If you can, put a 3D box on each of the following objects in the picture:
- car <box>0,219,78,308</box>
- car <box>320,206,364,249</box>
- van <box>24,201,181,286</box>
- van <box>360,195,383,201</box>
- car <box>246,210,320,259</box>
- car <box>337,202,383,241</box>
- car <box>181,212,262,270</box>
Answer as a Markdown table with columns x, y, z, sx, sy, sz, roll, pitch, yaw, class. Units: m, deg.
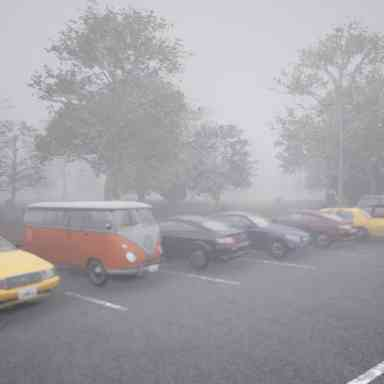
| x | y | z | sx | sy | sz | roll | pitch | yaw | class |
| --- | --- | --- | --- | --- | --- | --- | --- | --- | --- |
| -5.088 | 1.480 | 7.354 | 5.366 | 1.575 | 1.946 | -1 | -1 | 34 | car |
| 4.473 | 1.475 | 14.230 | 4.674 | 1.452 | 2.002 | -1 | 0 | 35 | car |
| -2.721 | 1.245 | 9.111 | 4.442 | 1.987 | 1.878 | -1 | -1 | 35 | van |
| 11.747 | 1.162 | 19.303 | 4.442 | 1.987 | 1.878 | -1 | 0 | 36 | van |
| 2.054 | 1.487 | 12.546 | 4.674 | 1.452 | 2.002 | 0 | 0 | 35 | car |
| 6.769 | 1.420 | 16.023 | 5.366 | 1.575 | 1.946 | -1 | 0 | 35 | car |
| -0.383 | 1.500 | 10.876 | 4.674 | 1.452 | 2.002 | -1 | 0 | 35 | car |
